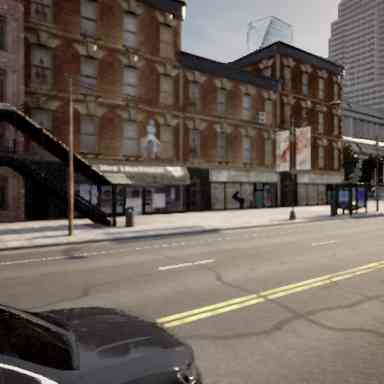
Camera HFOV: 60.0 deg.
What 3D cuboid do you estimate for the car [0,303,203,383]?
[{"bbox_3d":[-2.150,1.505,2.214,4.892,1.490,1.837,0,0,-35],"label":"car"}]
